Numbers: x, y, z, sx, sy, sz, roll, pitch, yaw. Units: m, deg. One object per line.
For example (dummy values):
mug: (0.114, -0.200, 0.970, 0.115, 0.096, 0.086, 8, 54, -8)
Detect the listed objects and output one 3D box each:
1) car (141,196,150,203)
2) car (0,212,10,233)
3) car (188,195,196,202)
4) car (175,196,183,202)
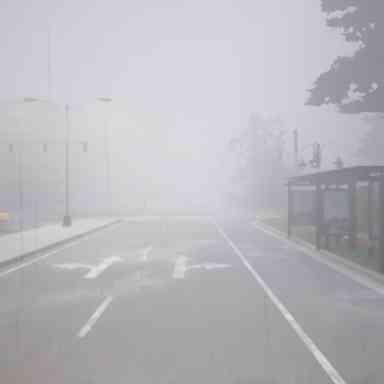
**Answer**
car: (-11.512, 1.865, 82.531, 2.128, 1.511, 4.902, 0, 0, 0)
car: (-11.545, 1.549, 17.286, 1.882, 1.535, 5.008, 0, -1, 0)
car: (-0.013, 1.863, 88.717, 1.837, 1.490, 4.892, 0, 0, 0)
car: (-3.513, 1.889, 89.133, 1.812, 1.442, 4.674, 0, 0, 0)
